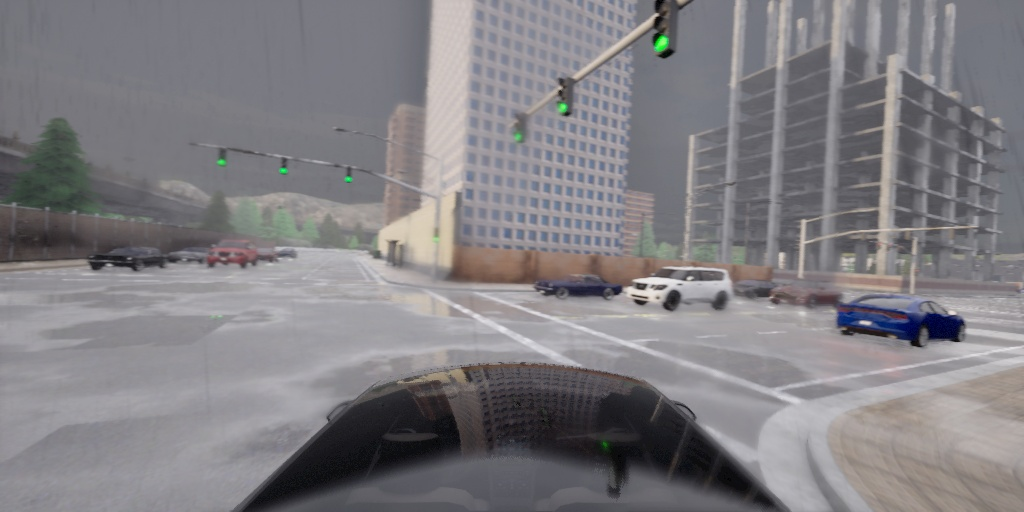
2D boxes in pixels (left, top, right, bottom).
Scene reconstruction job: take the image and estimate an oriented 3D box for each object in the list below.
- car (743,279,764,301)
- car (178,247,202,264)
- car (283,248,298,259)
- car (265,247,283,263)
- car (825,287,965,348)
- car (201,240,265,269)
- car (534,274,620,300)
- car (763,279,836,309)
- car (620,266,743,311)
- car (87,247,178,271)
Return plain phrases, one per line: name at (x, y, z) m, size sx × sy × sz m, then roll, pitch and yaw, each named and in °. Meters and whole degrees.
car at (17.460, 2.395, 25.744) m, size 5.357 × 1.411 × 2.033 m, roll 3°, pitch 0°, yaw -25°
car at (-25.551, -0.071, 29.026) m, size 1.895 × 1.301 × 4.718 m, roll 3°, pitch 0°, yaw -25°
car at (-31.611, -0.411, 50.789) m, size 2.033 × 1.411 × 5.357 m, roll 3°, pitch 0°, yaw -24°
car at (-25.156, -0.150, 36.568) m, size 1.882 × 1.535 × 5.008 m, roll 3°, pitch 0°, yaw -25°
car at (13.129, 2.087, 12.084) m, size 5.008 × 1.535 × 1.882 m, roll 5°, pitch -1°, yaw -25°
car at (-20.694, -0.178, 26.891) m, size 2.150 × 2.045 × 5.566 m, roll 3°, pitch 0°, yaw -25°
car at (3.573, 1.632, 19.331) m, size 4.718 × 1.301 × 1.895 m, roll 3°, pitch 0°, yaw -25°
car at (18.286, 2.238, 22.265) m, size 4.553 × 1.767 × 2.097 m, roll 3°, pitch 0°, yaw -25°
car at (8.383, 1.524, 17.695) m, size 5.566 × 2.045 × 2.150 m, roll 3°, pitch 0°, yaw -25°
car at (-21.709, 0.126, 20.611) m, size 1.895 × 1.301 × 4.718 m, roll 3°, pitch 0°, yaw -24°
